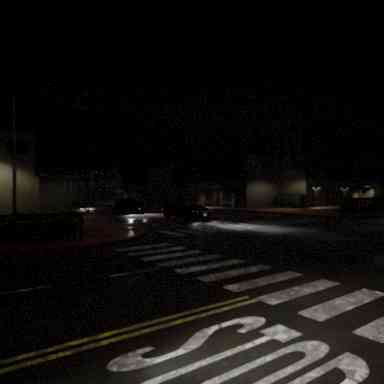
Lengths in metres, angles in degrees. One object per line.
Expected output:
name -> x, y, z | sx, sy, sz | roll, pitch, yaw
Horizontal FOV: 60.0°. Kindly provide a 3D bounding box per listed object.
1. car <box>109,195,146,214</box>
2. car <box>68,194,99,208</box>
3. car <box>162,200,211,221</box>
car -> -6.508, 1.401, 34.222 | 1.837, 1.490, 4.892 | -1, 1, -36
car -> -15.220, 1.446, 46.262 | 2.033, 1.411, 5.357 | -1, 0, -36
car -> -0.502, 1.388, 25.967 | 2.128, 1.511, 4.902 | -1, 0, -36
